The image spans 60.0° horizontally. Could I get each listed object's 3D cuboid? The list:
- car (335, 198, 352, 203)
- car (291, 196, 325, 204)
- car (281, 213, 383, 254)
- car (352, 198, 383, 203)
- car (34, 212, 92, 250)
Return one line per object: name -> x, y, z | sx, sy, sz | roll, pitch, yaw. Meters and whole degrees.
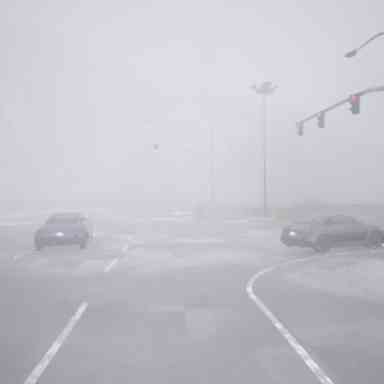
car -> 19.365, 1.489, 40.589 | 4.674, 1.442, 1.812 | 0, 0, -6
car -> 16.465, 1.322, 47.309 | 4.553, 1.767, 2.097 | 0, 0, -6
car -> 5.699, 1.555, 13.492 | 4.181, 1.385, 1.994 | 0, 0, -23
car -> 20.984, 1.561, 37.247 | 4.718, 1.301, 1.895 | 0, 0, -6
car -> -5.529, 1.583, 14.648 | 1.994, 1.385, 4.181 | 0, 0, -14
